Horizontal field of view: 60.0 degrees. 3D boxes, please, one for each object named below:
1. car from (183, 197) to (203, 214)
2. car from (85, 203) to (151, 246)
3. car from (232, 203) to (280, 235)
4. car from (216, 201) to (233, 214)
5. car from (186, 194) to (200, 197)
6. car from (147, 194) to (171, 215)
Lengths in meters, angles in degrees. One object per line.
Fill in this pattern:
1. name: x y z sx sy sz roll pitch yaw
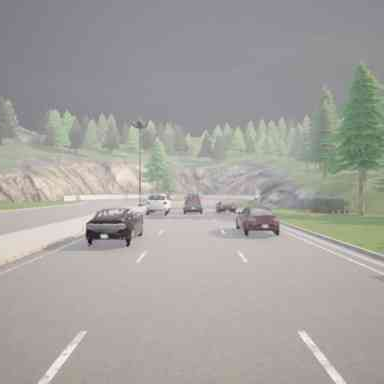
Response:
1. car: 0.104 1.562 35.163 1.994 1.385 4.181 0 0 0
2. car: -3.397 1.490 15.299 2.128 1.511 4.902 0 0 0
3. car: 3.605 1.526 18.616 1.812 1.442 4.674 0 0 0
4. car: 3.605 1.599 36.028 1.895 1.301 4.718 0 0 0
5. car: 0.099 1.219 44.585 2.150 2.045 5.566 0 0 0
6. car: -3.396 1.220 34.504 2.150 2.045 5.566 0 0 0
